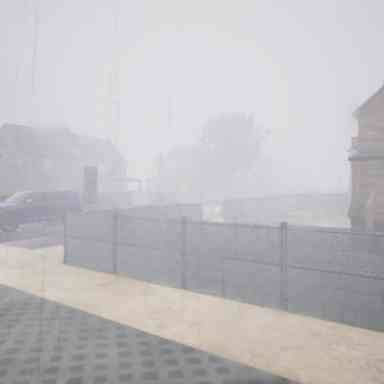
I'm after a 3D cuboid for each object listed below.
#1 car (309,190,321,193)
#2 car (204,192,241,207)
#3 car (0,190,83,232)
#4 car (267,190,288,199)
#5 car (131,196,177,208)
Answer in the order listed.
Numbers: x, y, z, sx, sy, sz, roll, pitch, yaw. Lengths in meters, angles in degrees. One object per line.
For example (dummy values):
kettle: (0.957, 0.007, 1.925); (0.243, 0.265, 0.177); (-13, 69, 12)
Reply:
car: (20.075, 0.273, 53.838); (1.895, 1.301, 4.718); (1, 2, 36)
car: (3.406, 0.747, 35.492); (2.033, 1.411, 5.357); (1, 2, 36)
car: (-8.766, 0.913, 18.423); (2.150, 2.045, 5.566); (1, 2, 36)
car: (12.374, 0.415, 47.932); (1.812, 1.442, 4.674); (1, 2, 35)
car: (-2.917, 1.019, 26.630); (1.994, 1.385, 4.181); (1, 2, 35)
